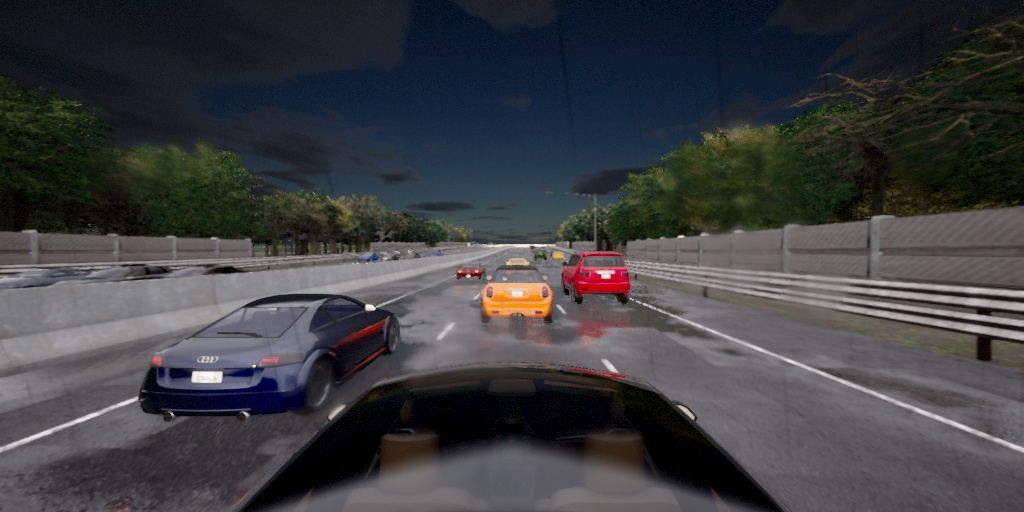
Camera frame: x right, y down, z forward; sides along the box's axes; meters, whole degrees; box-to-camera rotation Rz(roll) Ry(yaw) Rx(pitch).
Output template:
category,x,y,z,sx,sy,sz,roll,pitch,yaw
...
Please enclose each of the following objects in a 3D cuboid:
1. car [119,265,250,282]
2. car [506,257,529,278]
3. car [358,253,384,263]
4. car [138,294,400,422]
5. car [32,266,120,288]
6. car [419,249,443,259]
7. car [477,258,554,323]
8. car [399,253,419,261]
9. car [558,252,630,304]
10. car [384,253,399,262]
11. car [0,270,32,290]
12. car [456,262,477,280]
category,x,y,z,sx,sy,sz,roll,pitch,yaw
car,-13.991,1.180,16.172,1.837,1.490,4.892,0,1,1
car,0.496,0.910,31.087,1.882,1.535,5.008,0,1,1
car,-22.590,0.273,56.780,1.882,1.535,5.008,0,2,-1
car,-3.377,1.308,5.988,1.994,1.385,4.181,0,0,0
car,-17.489,1.178,16.292,1.837,1.490,4.892,0,1,1
car,-12.689,-0.038,58.098,2.150,2.045,5.566,0,2,3
car,0.166,1.066,12.184,2.097,1.767,4.553,0,0,0
car,-16.185,0.246,58.252,1.837,1.490,4.892,0,2,3
car,3.584,0.837,16.158,2.150,2.045,5.566,0,1,1
car,-19.682,0.235,58.382,2.128,1.511,4.902,0,2,3
car,-20.989,1.237,16.234,1.994,1.385,4.181,0,1,1
car,-3.083,1.099,28.042,1.895,1.301,4.718,0,1,1
